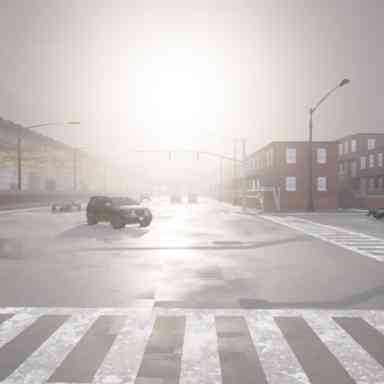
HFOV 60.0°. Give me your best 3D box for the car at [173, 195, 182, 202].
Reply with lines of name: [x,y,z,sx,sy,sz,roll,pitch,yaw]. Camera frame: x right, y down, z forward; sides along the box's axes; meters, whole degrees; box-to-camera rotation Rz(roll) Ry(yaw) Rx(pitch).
car: [-3.427,1.478,80.513,1.882,1.535,5.008,0,0,0]

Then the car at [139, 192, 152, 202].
car: [-10.432,1.093,75.012,2.150,2.045,5.566,0,0,0]

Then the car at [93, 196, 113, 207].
car: [-14.043,1.477,52.711,1.882,1.535,5.008,0,0,0]

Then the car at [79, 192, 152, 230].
car: [-4.910,1.221,21.686,2.150,2.045,5.566,-1,1,-44]

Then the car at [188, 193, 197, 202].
car: [0.072,1.225,80.290,2.150,2.045,5.566,0,0,0]

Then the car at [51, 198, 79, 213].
car: [-14.067,1.491,37.370,2.128,1.511,4.902,0,0,0]

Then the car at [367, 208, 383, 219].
car: [17.059,1.547,26.669,5.357,1.411,2.033,0,0,0]

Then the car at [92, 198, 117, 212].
car: [-10.537,1.505,40.366,1.837,1.490,4.892,0,0,-1]

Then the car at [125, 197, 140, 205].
car: [-10.520,1.601,59.044,1.895,1.301,4.718,0,0,0]

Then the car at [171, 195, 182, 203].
car: [-3.369,1.353,70.227,2.097,1.767,4.553,0,0,0]

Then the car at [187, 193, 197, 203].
car: [0.162,1.548,69.657,2.033,1.411,5.357,0,0,0]

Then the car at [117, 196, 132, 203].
car: [-13.938,1.537,68.639,2.033,1.411,5.357,0,0,0]
